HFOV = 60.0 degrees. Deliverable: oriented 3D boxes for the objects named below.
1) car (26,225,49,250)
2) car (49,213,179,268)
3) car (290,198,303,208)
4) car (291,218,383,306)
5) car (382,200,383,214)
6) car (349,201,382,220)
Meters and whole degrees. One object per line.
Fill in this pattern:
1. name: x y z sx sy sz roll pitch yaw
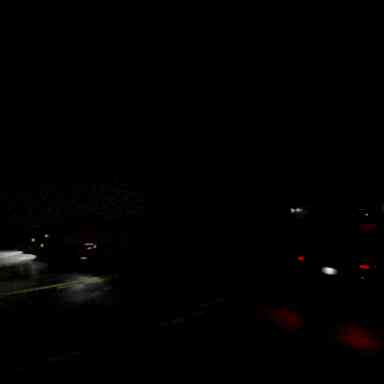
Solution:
1. car: -4.738 1.664 14.248 1.994 1.385 4.181 0 0 43
2. car: -2.123 1.556 11.918 1.882 1.535 5.008 0 0 42
3. car: 17.046 1.756 54.315 2.128 1.511 4.902 0 0 21
4. car: 4.185 1.601 8.320 1.994 1.385 4.181 0 0 43
5. car: 21.819 1.622 36.956 1.882 1.535 5.008 0 0 21
6. car: 15.329 1.628 29.755 1.837 1.490 4.892 0 0 21
